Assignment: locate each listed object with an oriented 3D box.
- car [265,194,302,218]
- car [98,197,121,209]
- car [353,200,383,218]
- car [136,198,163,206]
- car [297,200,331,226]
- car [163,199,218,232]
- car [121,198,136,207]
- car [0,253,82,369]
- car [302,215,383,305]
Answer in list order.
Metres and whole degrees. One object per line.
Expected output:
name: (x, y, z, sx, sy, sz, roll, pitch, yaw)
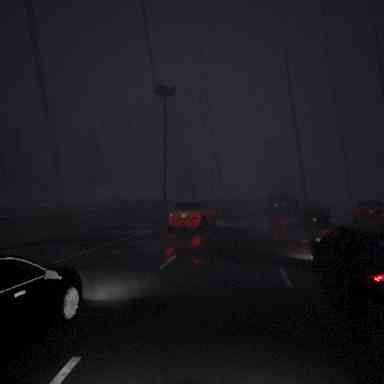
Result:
car: (8.421, 1.222, 30.877, 2.150, 2.045, 5.566, 0, 0, 27)
car: (-9.437, 1.563, 42.466, 1.994, 1.385, 4.181, 0, 0, 29)
car: (13.282, 1.351, 24.928, 2.097, 1.767, 4.553, 0, 0, 25)
car: (-3.797, 1.476, 38.188, 1.882, 1.535, 5.008, 0, 0, 28)
car: (8.608, 1.524, 23.098, 1.812, 1.442, 4.674, 0, 0, 22)
car: (0.177, 1.350, 20.388, 2.097, 1.767, 4.553, 0, 0, 17)
car: (-6.163, 1.505, 41.164, 1.837, 1.490, 4.892, 0, -1, 29)
car: (-3.047, 1.503, 4.220, 1.837, 1.490, 4.892, 0, -1, 4)
car: (4.323, 1.547, 8.152, 2.033, 1.411, 5.357, 0, 0, 8)
